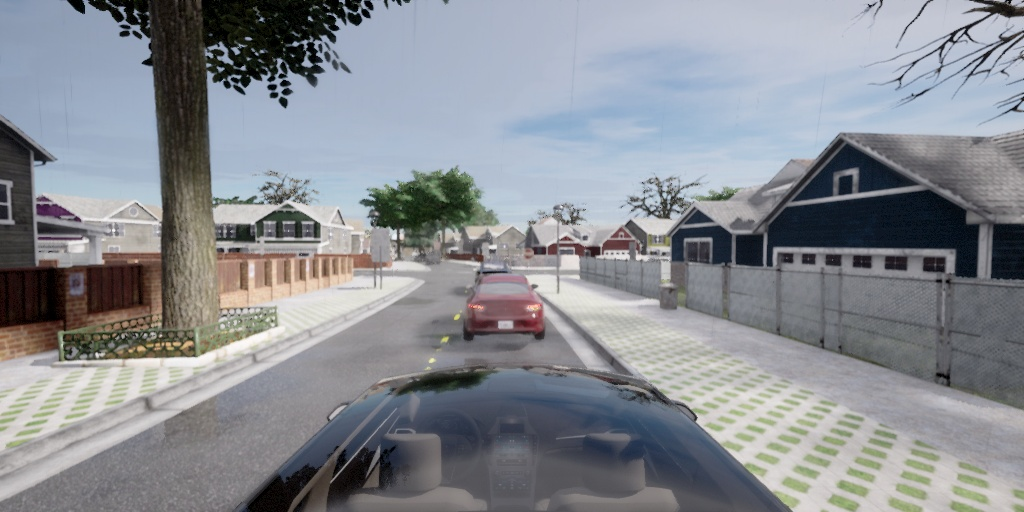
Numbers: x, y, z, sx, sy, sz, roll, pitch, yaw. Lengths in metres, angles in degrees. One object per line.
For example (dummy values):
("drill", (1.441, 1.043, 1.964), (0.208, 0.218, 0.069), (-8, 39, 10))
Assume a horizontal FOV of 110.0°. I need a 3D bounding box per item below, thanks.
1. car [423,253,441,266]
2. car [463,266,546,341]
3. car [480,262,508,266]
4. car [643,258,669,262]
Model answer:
("car", (-11.826, 0.644, 53.939), (1.837, 1.490, 4.892), (-1, 1, -19))
("car", (-0.233, 1.176, 9.432), (1.812, 1.442, 4.674), (0, 1, -3))
("car", (-0.983, 1.029, 18.668), (2.128, 1.511, 4.902), (0, 1, -6))
("car", (15.517, 0.951, 40.004), (4.892, 1.490, 1.837), (0, 2, -19))
